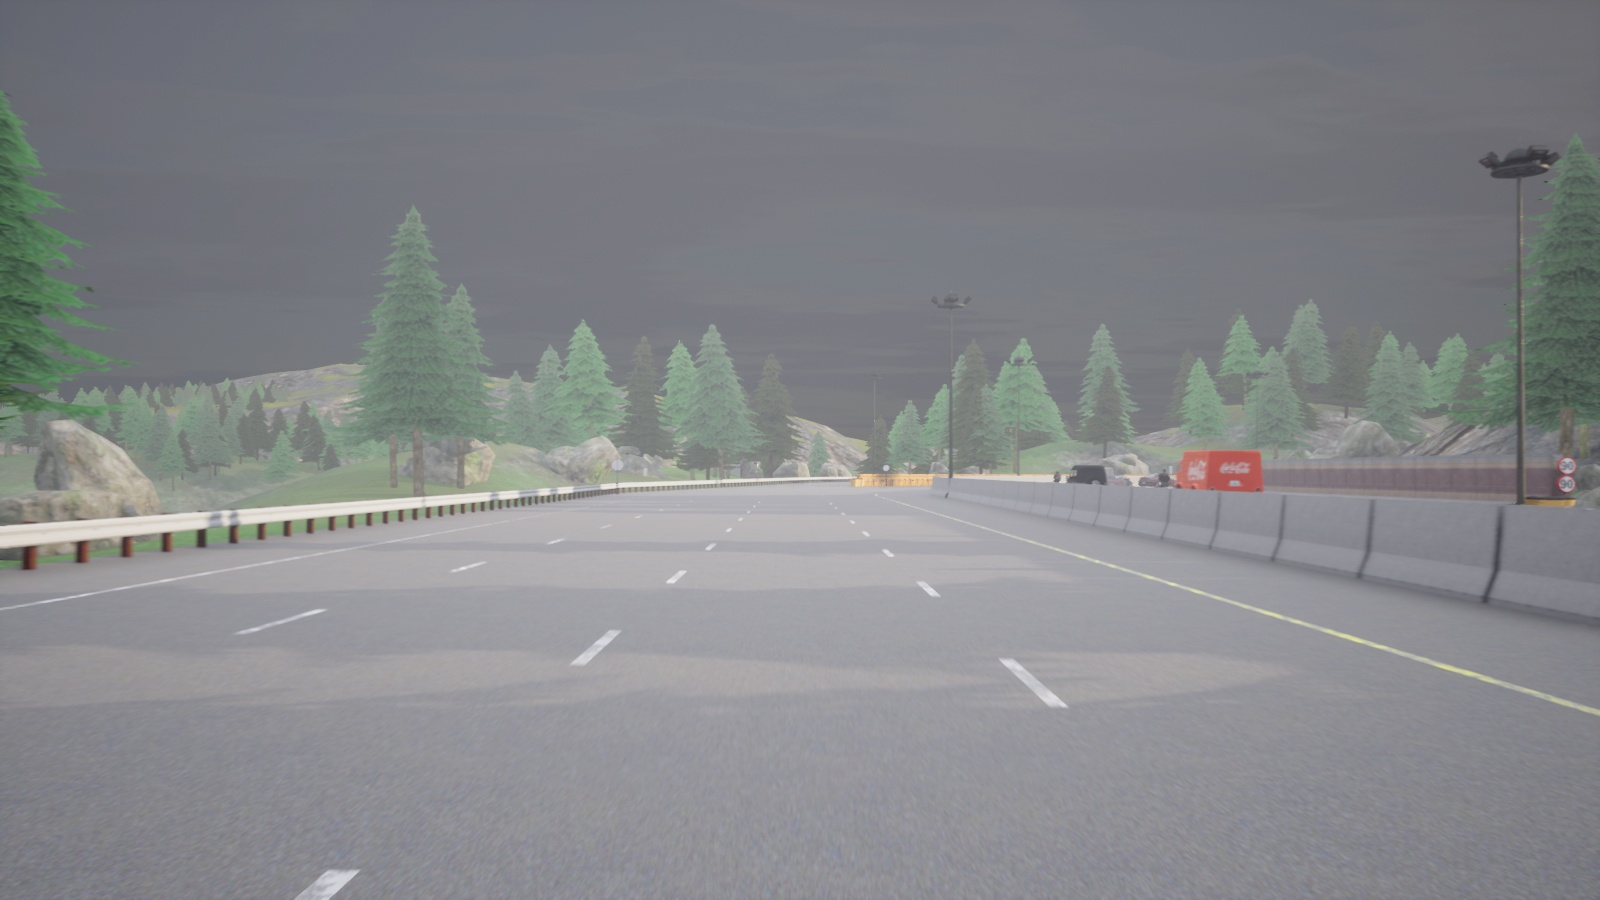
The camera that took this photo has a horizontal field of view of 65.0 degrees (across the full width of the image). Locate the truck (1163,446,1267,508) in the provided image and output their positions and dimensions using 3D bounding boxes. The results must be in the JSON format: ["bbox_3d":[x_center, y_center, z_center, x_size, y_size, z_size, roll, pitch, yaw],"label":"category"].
[{"bbox_3d":[17.296,1.130,52.678,2.627,2.467,5.204,0,-1,0],"label":"truck"}]

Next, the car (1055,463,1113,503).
[{"bbox_3d":[13.754,1.568,60.953,1.905,1.878,3.866,0,-1,0],"label":"car"}]
